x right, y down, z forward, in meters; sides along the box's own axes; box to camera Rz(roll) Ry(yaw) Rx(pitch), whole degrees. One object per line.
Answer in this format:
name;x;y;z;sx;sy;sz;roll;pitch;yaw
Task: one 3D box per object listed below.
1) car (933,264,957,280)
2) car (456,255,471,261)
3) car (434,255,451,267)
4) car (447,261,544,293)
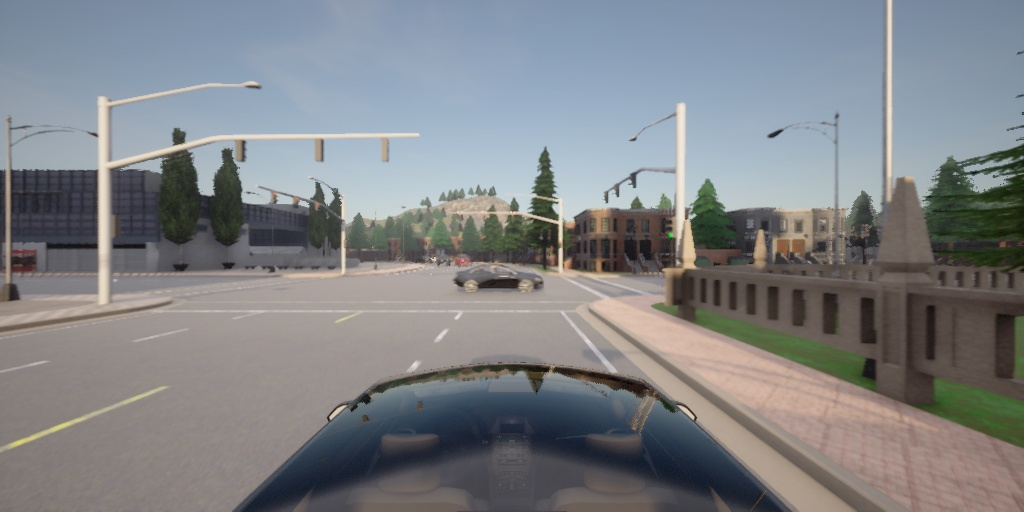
car;30.108;1.222;26.588;5.357;1.411;2.033;0;0;1
car;-8.575;0.775;63.092;2.150;2.045;5.566;0;0;-16
car;-11.640;0.782;61.074;2.150;2.045;5.566;0;0;-15
car;-0.748;1.212;19.533;4.902;1.511;2.128;0;0;0
